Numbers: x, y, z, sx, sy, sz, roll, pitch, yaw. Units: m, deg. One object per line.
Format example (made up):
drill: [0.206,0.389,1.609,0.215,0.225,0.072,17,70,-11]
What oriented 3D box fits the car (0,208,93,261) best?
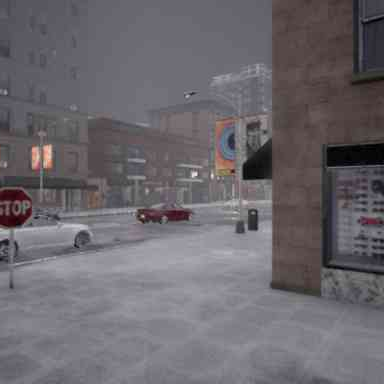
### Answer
car: [-5.923,1.518,12.300,1.812,1.442,4.674,0,0,35]

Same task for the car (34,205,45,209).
car: [-9.808,1.486,18.400,1.837,1.490,4.892,0,0,35]

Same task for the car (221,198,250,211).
car: [5.243,1.469,39.528,1.812,1.442,4.674,0,0,36]

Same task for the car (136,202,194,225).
car: [-1.765,1.450,23.752,1.882,1.535,5.008,0,0,35]
